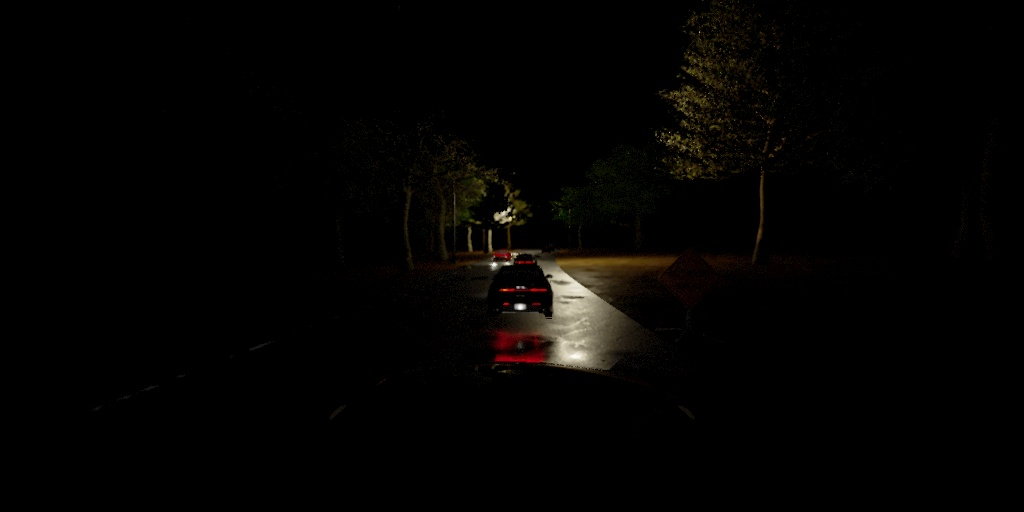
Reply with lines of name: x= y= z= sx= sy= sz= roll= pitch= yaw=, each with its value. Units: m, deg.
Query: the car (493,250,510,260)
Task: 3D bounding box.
car: x=-1.243 y=-0.062 z=45.605 sx=1.882 sy=1.535 sz=5.008 roll=0 pitch=2 yaw=6

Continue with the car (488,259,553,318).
car: x=0.292 y=1.007 z=11.722 sx=1.837 sy=1.490 sz=4.892 roll=0 pitch=1 yaw=2

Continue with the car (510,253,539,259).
car: x=1.105 y=0.567 z=29.010 sx=1.837 sy=1.490 sz=4.892 roll=0 pitch=2 yaw=4

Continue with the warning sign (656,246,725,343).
warning sign: x=3.628 y=0.728 z=7.406 sx=1.300 sy=1.860 sz=1.060 roll=0 pitch=0 yaw=1
